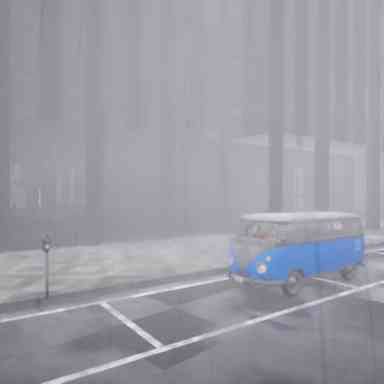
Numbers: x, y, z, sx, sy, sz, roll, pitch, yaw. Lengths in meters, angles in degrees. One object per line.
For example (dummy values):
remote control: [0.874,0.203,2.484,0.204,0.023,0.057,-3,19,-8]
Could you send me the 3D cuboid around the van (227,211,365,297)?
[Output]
van: [2.743,1.406,8.494,3.998,1.788,1.690,1,-1,-35]
